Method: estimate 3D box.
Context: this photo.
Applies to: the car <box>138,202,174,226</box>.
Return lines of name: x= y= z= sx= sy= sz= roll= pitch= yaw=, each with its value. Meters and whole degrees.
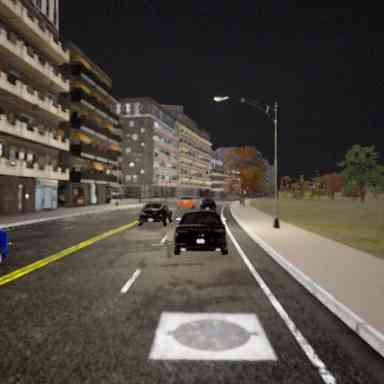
car: x=-2.440 y=1.499 z=23.154 sx=1.837 sy=1.490 sz=4.892 roll=0 pitch=0 yaw=3

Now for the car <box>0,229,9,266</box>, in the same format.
car: x=-6.423 y=1.462 z=7.820 sx=1.882 sy=1.535 sz=5.008 roll=0 pitch=0 yaw=1

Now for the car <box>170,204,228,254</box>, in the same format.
car: x=0.367 y=1.469 z=13.436 sx=1.882 sy=1.535 sz=5.008 roll=0 pitch=0 yaw=2

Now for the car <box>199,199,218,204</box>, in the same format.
car: x=1.831 y=1.518 z=36.967 sx=1.837 sy=1.490 sz=4.892 roll=0 pitch=0 yaw=5

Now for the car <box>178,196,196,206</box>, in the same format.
car: x=-0.633 y=1.376 z=44.942 sx=2.097 sy=1.767 sz=4.553 roll=0 pitch=0 yaw=6
